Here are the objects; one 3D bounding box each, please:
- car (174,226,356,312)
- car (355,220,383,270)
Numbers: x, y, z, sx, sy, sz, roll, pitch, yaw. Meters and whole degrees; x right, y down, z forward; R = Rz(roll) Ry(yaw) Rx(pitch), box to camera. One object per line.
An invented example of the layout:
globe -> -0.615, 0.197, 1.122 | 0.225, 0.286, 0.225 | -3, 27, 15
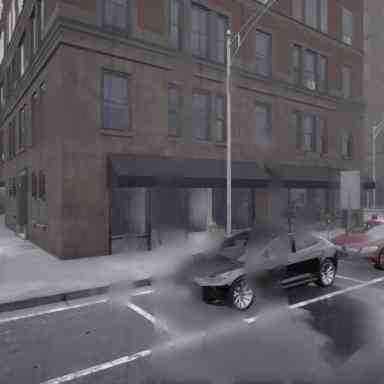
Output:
car -> 1.640, 1.566, 7.704 | 4.313, 1.339, 1.947 | 0, 0, -35
car -> 6.119, 1.582, 10.898 | 4.206, 1.307, 1.802 | 0, 0, -35
